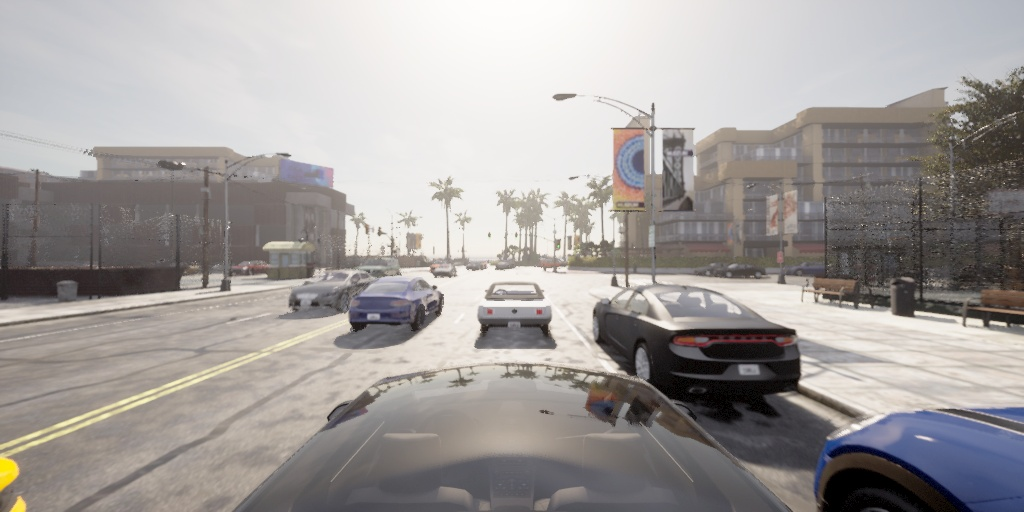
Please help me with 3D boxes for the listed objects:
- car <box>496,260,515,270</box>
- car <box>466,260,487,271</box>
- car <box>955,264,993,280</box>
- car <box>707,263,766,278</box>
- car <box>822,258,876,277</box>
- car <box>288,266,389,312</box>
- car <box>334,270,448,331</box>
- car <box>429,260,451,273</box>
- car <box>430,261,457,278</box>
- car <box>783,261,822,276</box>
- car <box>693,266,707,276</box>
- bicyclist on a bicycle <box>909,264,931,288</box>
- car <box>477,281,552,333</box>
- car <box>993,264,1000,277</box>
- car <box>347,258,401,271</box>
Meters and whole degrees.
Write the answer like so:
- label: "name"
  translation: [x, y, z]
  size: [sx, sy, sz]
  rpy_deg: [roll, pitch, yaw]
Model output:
- label: "car"
  translation: [-1.402, 1.786, 63.109]
  size: [1.994, 1.385, 4.181]
  rpy_deg: [0, 0, 16]
- label: "car"
  translation: [-6.112, 1.697, 59.251]
  size: [1.837, 1.490, 4.892]
  rpy_deg: [-1, -1, 12]
- label: "car"
  translation: [45.199, 1.491, 34.188]
  size: [4.902, 1.511, 2.128]
  rpy_deg: [0, 0, 0]
- label: "car"
  translation: [23.774, 1.503, 37.608]
  size: [5.008, 1.535, 1.882]
  rpy_deg: [0, 0, 0]
- label: "car"
  translation: [36.558, 1.250, 37.691]
  size: [5.566, 2.045, 2.150]
  rpy_deg: [0, 0, 0]
- label: "car"
  translation: [-7.092, 1.342, 14.788]
  size: [2.128, 1.511, 4.902]
  rpy_deg: [0, 0, 0]
- label: "car"
  translation: [-3.420, 1.348, 11.203]
  size: [1.812, 1.442, 4.674]
  rpy_deg: [0, 0, 0]
- label: "car"
  translation: [-10.291, 1.486, 51.666]
  size: [2.097, 1.767, 4.553]
  rpy_deg: [0, 0, 3]
- label: "car"
  translation: [-7.060, 1.580, 38.464]
  size: [2.033, 1.411, 5.357]
  rpy_deg: [0, 0, 0]
- label: "car"
  translation: [33.611, 1.405, 41.173]
  size: [4.553, 1.767, 2.097]
  rpy_deg: [0, 0, 0]
- label: "car"
  translation: [23.433, 1.558, 41.105]
  size: [4.892, 1.490, 1.837]
  rpy_deg: [0, 0, 0]
- label: "bicyclist on a bicycle"
  translation: [26.090, 1.215, 23.149]
  size: [0.582, 1.620, 1.656]
  rpy_deg: [0, -1, 0]
- label: "car"
  translation: [0.079, 1.423, 11.094]
  size: [1.895, 1.301, 4.718]
  rpy_deg: [0, 0, 0]
- label: "car"
  translation: [45.228, 1.464, 30.689]
  size: [4.902, 1.511, 2.128]
  rpy_deg: [0, 0, 0]
- label: "car"
  translation: [-10.581, 1.177, 28.534]
  size: [2.150, 2.045, 5.566]
  rpy_deg: [0, 0, 0]
